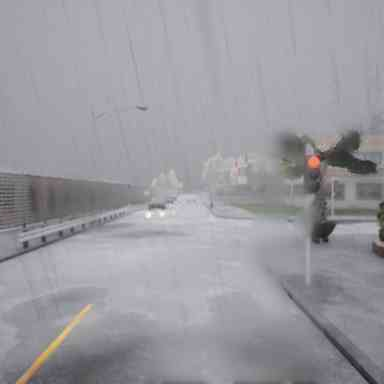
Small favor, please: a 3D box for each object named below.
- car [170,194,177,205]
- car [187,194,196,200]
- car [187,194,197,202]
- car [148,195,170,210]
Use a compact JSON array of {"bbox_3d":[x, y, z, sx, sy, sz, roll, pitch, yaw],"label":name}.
[{"bbox_3d":[-4.137,1.430,56.386,1.994,1.385,4.181,0,0,0],"label":"car"},{"bbox_3d":[-0.101,1.246,78.605,1.994,1.385,4.181,0,0,0],"label":"car"},{"bbox_3d":[-0.088,1.362,68.602,1.812,1.442,4.674,0,0,0],"label":"car"},{"bbox_3d":[-4.143,1.381,40.481,1.882,1.535,5.008,0,0,0],"label":"car"}]
